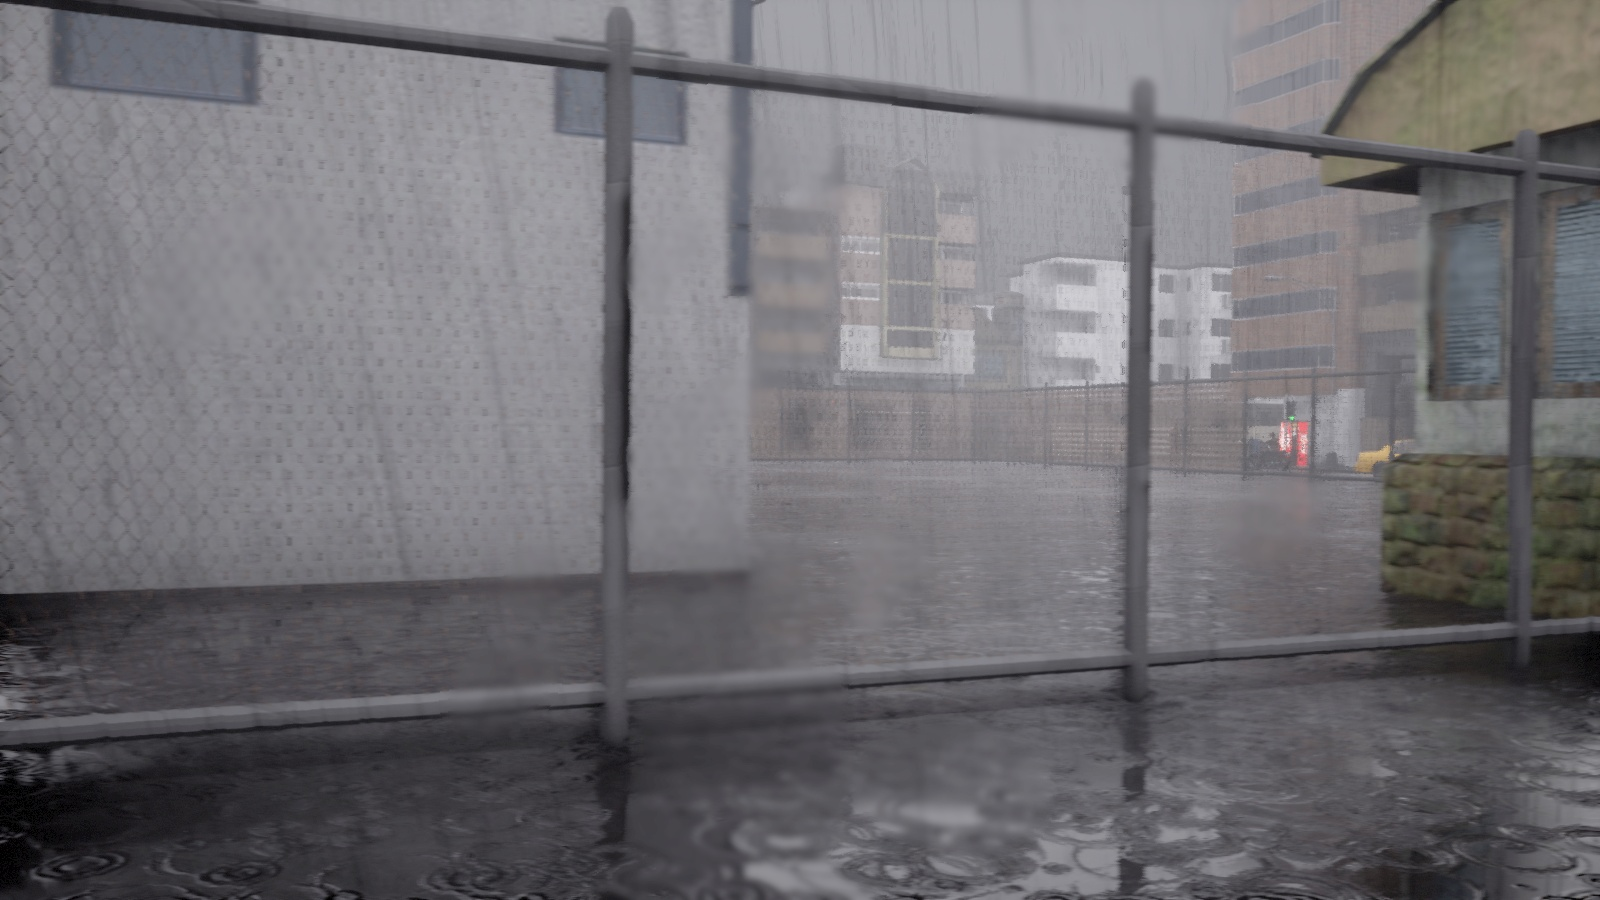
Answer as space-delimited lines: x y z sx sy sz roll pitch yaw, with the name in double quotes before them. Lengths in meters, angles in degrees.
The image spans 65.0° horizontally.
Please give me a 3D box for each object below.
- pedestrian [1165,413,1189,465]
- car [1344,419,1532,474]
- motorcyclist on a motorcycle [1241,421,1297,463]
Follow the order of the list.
"pedestrian" 13.213 -0.387 43.992 0.328 1.805 0.869 -1 1 -21
"car" 19.526 -0.145 38.760 1.801 1.575 5.366 -1 1 -20
"motorcyclist on a motorcycle" 19.058 -0.334 51.058 0.766 1.649 2.350 -1 1 -21
